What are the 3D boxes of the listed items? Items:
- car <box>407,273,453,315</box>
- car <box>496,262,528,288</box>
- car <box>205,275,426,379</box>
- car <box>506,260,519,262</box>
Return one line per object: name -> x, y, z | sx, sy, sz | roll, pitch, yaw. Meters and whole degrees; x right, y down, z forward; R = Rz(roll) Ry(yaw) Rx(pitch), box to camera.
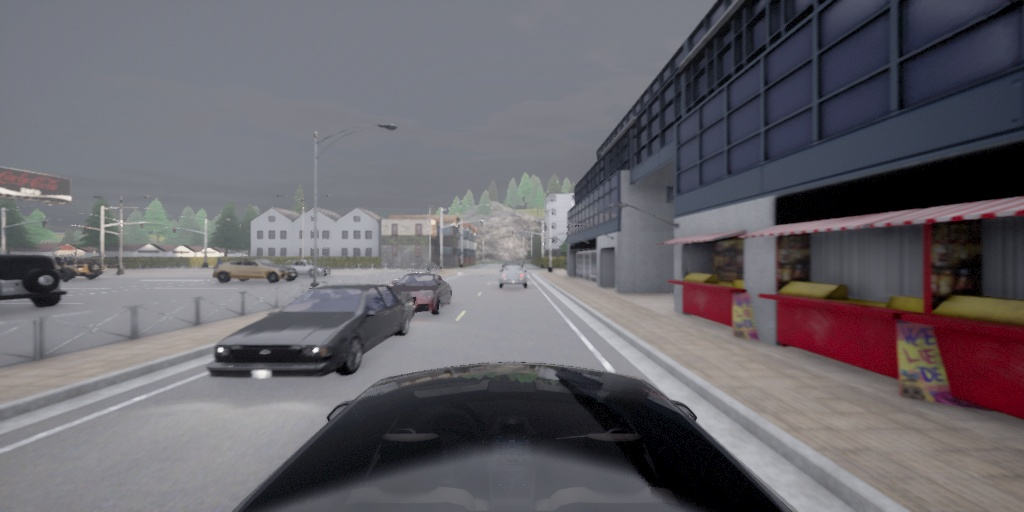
car -> -3.499, 1.362, 13.672 | 1.994, 1.385, 4.181 | 0, 0, 0
car -> 0.080, 1.363, 24.537 | 1.812, 1.442, 4.674 | 0, 0, 0
car -> -3.593, 1.321, 7.803 | 2.033, 1.411, 5.357 | 0, 0, 0
car -> 0.051, 1.227, 34.491 | 2.097, 1.767, 4.553 | 0, 0, 0
